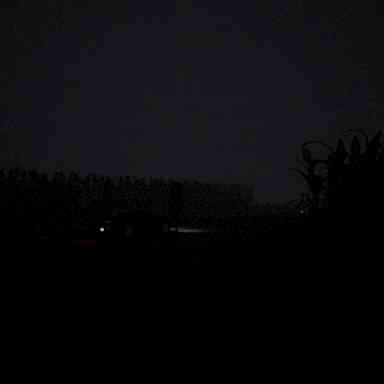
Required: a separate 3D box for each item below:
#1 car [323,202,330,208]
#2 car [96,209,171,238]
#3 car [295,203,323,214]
[{"bbox_3d":[21.267,2.315,52.046,1.812,1.442,4.674,-1,-1,37],"label":"car"},{"bbox_3d":[-3.186,1.720,19.098,1.837,1.490,4.892,-1,-1,37],"label":"car"},{"bbox_3d":[15.273,2.254,43.883,1.895,1.301,4.718,-1,-1,37],"label":"car"}]
